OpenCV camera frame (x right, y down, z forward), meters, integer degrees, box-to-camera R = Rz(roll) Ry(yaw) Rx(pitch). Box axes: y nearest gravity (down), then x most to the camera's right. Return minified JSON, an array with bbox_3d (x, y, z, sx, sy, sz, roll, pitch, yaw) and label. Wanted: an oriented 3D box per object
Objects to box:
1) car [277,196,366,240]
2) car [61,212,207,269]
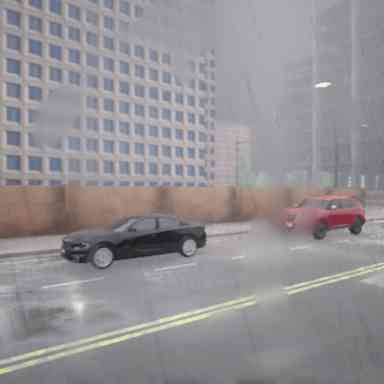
[{"bbox_3d":[6.909,1.221,17.504,5.566,2.045,2.150,0,0,-36],"label":"car"},{"bbox_3d":[-1.783,1.477,11.316,5.008,1.535,1.882,0,0,-35],"label":"car"}]
